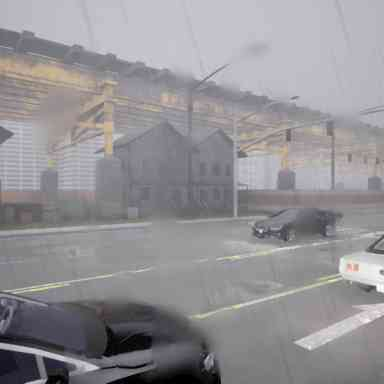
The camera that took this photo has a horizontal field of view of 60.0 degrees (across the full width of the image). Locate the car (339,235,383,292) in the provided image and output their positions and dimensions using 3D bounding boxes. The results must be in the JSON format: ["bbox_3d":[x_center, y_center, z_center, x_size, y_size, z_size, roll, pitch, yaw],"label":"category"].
[{"bbox_3d":[5.565,1.601,7.740,4.718,1.301,1.895,0,0,-35],"label":"car"}]

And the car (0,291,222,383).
[{"bbox_3d":[-1.951,1.492,2.354,4.902,1.511,2.128,0,0,-35],"label":"car"}]

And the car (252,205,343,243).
[{"bbox_3d":[5.041,1.505,16.168,4.892,1.490,1.837,0,0,-35],"label":"car"}]

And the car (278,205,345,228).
[{"bbox_3d":[8.227,1.601,22.731,4.718,1.301,1.895,0,0,-35],"label":"car"}]
